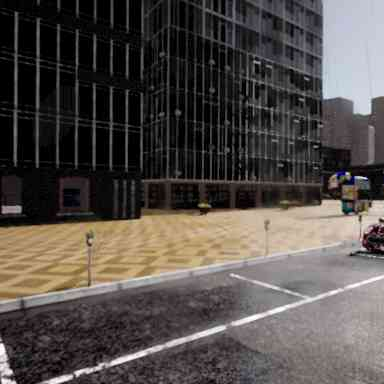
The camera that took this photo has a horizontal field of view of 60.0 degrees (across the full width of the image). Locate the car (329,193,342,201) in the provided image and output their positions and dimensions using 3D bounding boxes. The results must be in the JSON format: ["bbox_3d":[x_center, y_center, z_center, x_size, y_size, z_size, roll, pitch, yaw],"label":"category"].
[{"bbox_3d":[35.382,1.088,77.518,2.192,1.841,5.009,0,0,-35],"label":"car"}]

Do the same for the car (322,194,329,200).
[{"bbox_3d":[32.193,1.239,82.062,1.967,1.590,4.097,0,0,-35],"label":"car"}]

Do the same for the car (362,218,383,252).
[{"bbox_3d":[8.084,1.362,12.277,4.097,1.590,1.967,0,1,-35],"label":"car"}]
